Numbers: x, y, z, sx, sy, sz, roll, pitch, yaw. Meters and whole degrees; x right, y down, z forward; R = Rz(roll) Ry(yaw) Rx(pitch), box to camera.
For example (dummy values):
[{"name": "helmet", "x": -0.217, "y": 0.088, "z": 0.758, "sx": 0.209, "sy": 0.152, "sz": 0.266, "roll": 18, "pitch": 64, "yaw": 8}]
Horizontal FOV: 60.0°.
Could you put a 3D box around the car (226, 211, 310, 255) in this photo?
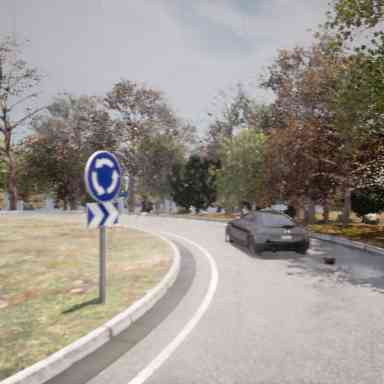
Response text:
[{"name": "car", "x": 2.694, "y": 1.416, "z": 12.722, "sx": 1.994, "sy": 1.385, "sz": 4.181, "roll": 0, "pitch": 1, "yaw": -10}]
